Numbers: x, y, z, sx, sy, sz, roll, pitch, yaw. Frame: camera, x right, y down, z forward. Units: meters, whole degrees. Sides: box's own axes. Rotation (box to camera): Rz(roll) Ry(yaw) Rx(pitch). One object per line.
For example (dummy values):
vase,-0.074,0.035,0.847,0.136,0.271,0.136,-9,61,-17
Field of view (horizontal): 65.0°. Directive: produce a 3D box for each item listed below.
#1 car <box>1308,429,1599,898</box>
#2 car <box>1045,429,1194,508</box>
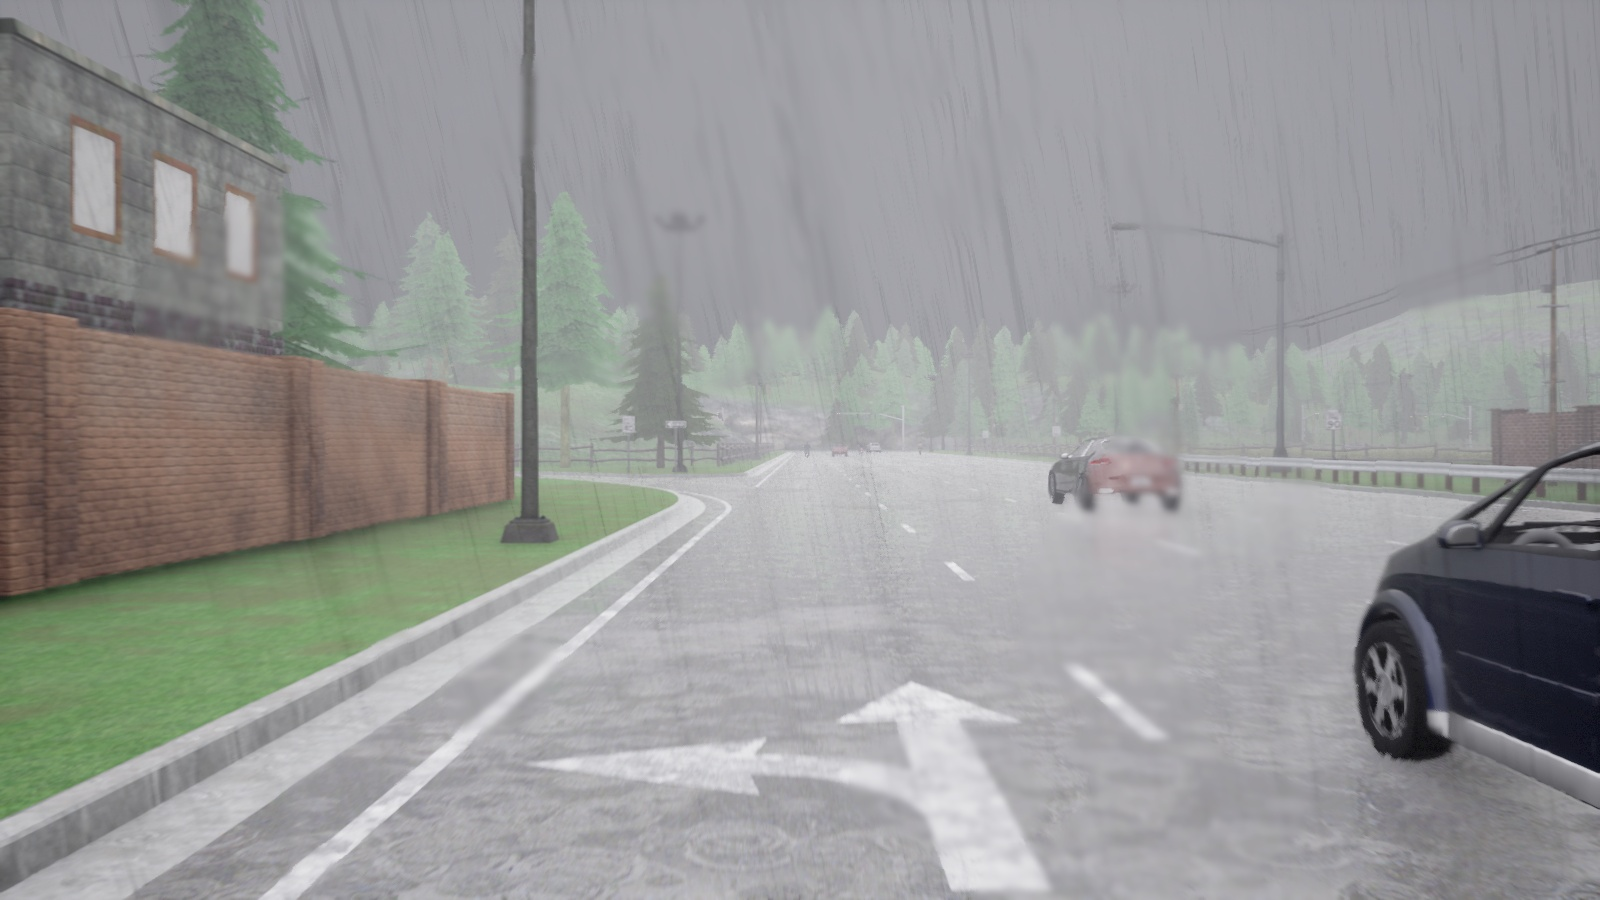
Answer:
car,3.542,0.702,4.704,1.789,1.549,3.705,0,0,0
car,7.179,0.369,28.803,2.152,1.651,5.027,0,0,0
